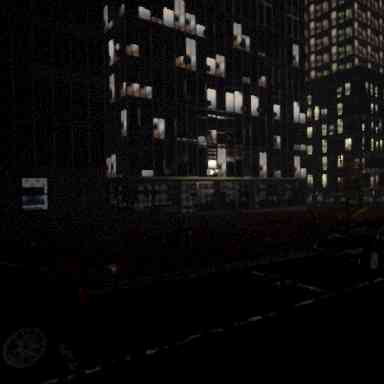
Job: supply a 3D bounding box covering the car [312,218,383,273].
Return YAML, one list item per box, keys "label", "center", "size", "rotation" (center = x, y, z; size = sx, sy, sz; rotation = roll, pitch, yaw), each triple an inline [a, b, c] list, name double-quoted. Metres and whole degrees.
- label: "car"
  center: [5.594, 1.537, 10.537]
  size: [4.403, 1.369, 2.008]
  rotation: [0, -1, -35]

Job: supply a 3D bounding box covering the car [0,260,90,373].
- label: "car"
  center: [-3.580, 1.546, 4.023]
  size: [4.507, 1.381, 1.887]
  rotation: [0, -1, -35]
